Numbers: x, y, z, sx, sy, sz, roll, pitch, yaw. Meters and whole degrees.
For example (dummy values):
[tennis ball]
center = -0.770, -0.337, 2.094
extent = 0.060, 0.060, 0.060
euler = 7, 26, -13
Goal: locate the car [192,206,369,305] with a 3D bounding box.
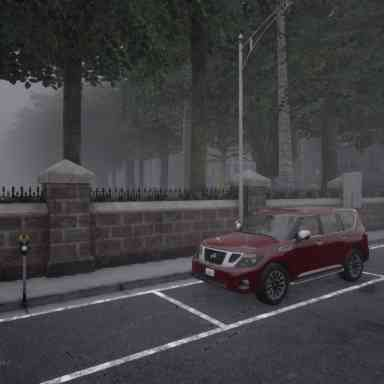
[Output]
[car]
center = 2.411, 1.314, 8.251
extent = 5.009, 1.841, 2.192
euler = 0, 0, -35
